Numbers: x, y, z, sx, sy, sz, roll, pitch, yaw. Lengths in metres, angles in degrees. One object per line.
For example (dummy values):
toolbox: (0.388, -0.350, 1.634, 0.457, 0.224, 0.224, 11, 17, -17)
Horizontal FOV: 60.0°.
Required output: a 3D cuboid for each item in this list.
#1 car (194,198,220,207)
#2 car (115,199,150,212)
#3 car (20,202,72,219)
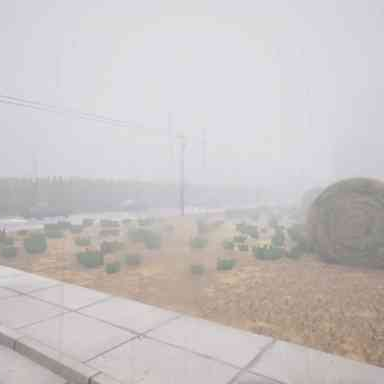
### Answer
car: (2.427, 1.584, 52.104, 2.033, 1.411, 5.357, 0, 0, 33)
car: (-6.698, 1.563, 38.049, 1.812, 1.442, 4.674, 0, 0, 33)
car: (-12.601, 1.601, 28.933, 1.994, 1.385, 4.181, 0, 0, 33)
